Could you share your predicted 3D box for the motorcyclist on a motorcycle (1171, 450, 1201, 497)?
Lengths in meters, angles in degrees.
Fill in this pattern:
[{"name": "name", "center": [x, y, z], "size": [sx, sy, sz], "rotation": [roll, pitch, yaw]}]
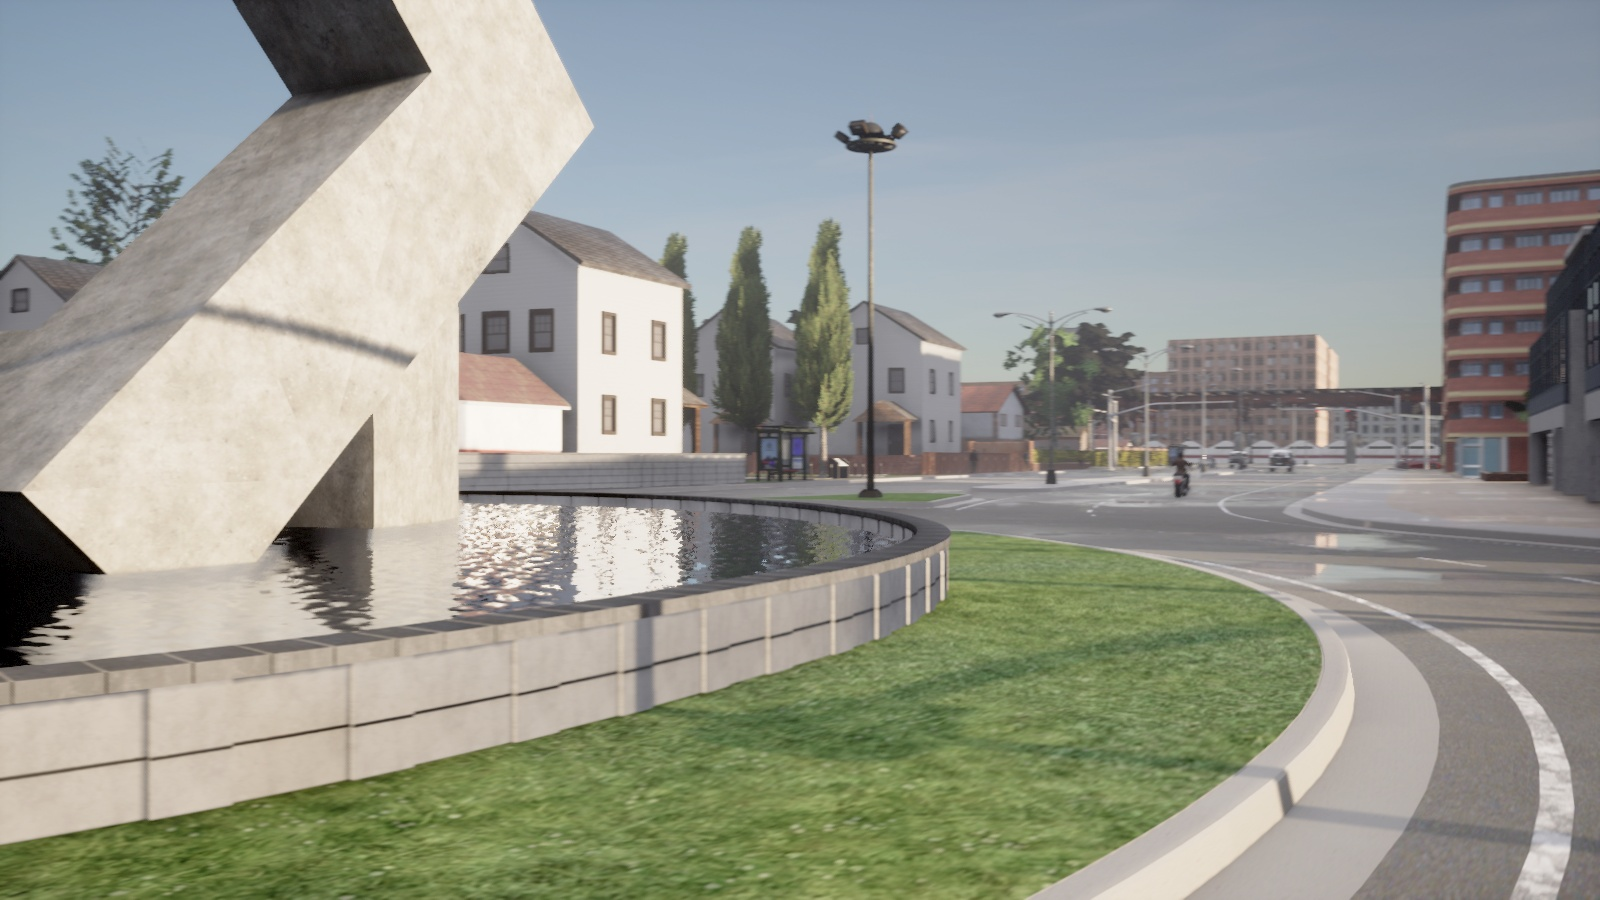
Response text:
[{"name": "motorcyclist on a motorcycle", "center": [13.951, 0.839, 45.337], "size": [0.766, 1.649, 2.350], "rotation": [0, 0, 24]}]
